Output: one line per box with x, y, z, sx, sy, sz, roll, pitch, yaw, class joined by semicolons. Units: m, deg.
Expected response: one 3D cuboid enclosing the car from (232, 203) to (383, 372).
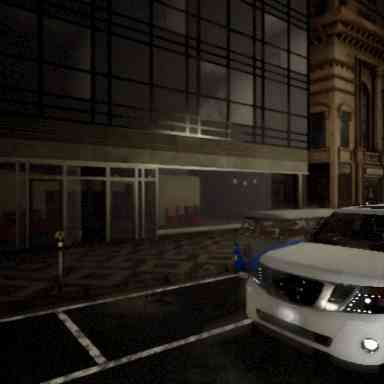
3.486;1.235;5.811;5.566;2.045;2.150;0;0;-35;car

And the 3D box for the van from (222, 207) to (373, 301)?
2.871;1.355;8.699;3.998;1.788;1.690;0;0;-35;van

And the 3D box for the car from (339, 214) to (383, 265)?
7.432;1.569;11.952;4.507;1.381;1.887;0;0;-35;car
